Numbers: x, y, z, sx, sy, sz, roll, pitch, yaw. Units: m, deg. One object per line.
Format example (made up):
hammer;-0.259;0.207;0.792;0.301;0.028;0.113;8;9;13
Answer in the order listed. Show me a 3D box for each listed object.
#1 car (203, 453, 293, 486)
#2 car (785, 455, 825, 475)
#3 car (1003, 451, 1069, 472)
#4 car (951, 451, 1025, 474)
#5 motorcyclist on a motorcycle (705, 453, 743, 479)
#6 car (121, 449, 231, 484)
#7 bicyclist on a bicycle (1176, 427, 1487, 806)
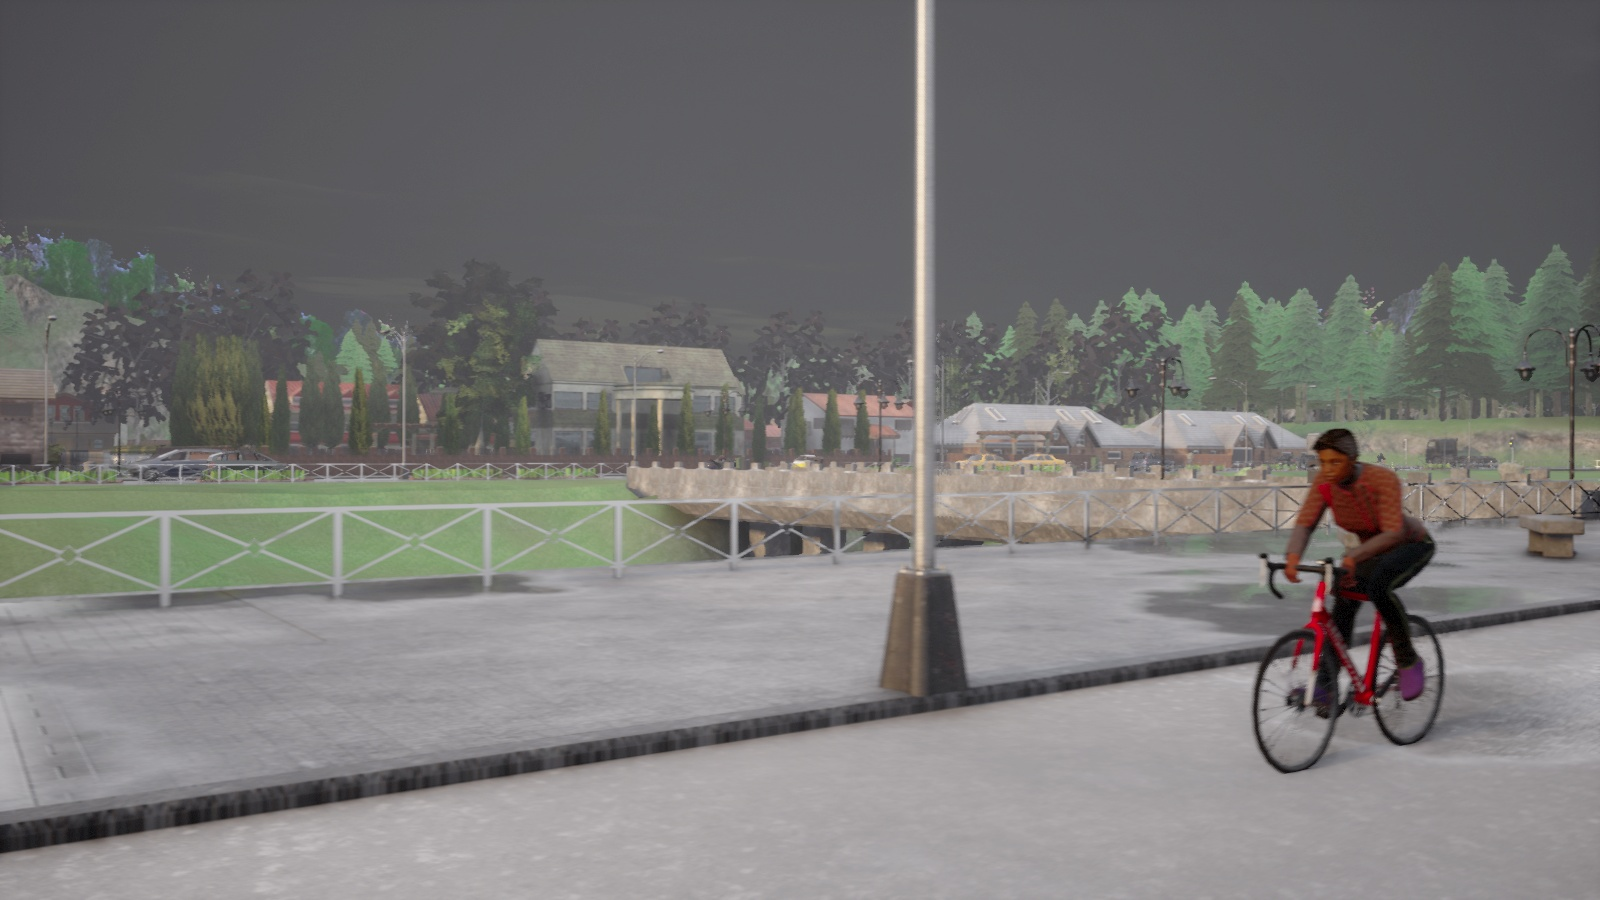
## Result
car;-26.738;0.929;60.820;3.705;1.549;1.789;0;0;-35
car;0.346;1.006;84.535;2.207;1.376;1.481;0;0;-35
car;18.246;0.883;96.989;5.366;1.575;1.801;0;0;-35
car;13.294;0.873;88.671;5.366;1.575;1.801;0;0;-35
motorcyclist on a motorcycle;-4.604;0.976;76.218;2.191;1.530;0.866;0;0;-35
car;-31.106;0.808;62.654;4.611;1.667;2.242;0;0;-35
bicyclist on a bicycle;2.604;0.707;6.080;1.656;1.620;0.582;0;0;-35
